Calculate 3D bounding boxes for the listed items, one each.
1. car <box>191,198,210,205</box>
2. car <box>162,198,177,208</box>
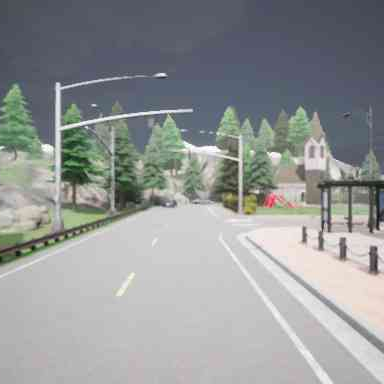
[{"bbox_3d":[1.717,1.905,67.996,1.895,1.301,4.718,0,0,35],"label":"car"},{"bbox_3d":[-3.493,1.728,52.397,2.128,1.511,4.902,0,0,3],"label":"car"}]
